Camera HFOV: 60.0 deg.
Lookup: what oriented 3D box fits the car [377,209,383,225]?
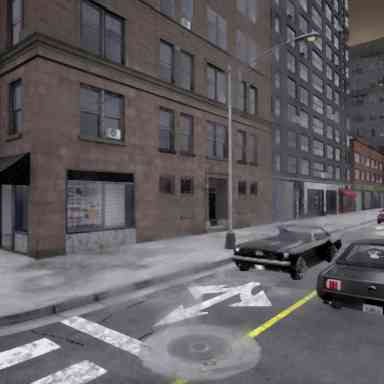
[{"bbox_3d":[16.294,1.868,26.789,1.812,1.442,4.674,-1,-1,39],"label":"car"}]

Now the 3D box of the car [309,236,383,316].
[{"bbox_3d":[4.385,1.677,7.218,1.895,1.301,4.718,-1,-1,39],"label":"car"}]

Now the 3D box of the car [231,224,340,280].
[{"bbox_3d":[3.201,1.740,10.678,1.895,1.301,4.718,-1,-1,39],"label":"car"}]
